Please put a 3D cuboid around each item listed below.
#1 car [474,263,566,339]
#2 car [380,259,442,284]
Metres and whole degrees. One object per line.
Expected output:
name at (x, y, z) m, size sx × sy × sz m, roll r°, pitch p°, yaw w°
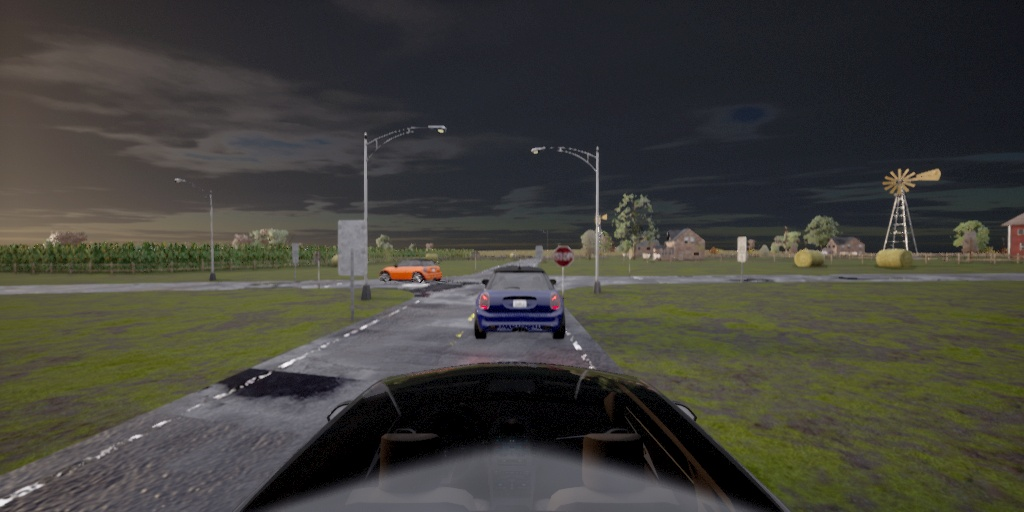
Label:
car at (0.196, 1.056, 10.025) m, size 2.097 × 1.767 × 4.553 m, roll 0°, pitch 0°, yaw 1°
car at (-7.419, 1.024, 26.054) m, size 4.553 × 1.767 × 2.097 m, roll 0°, pitch 1°, yaw 27°
